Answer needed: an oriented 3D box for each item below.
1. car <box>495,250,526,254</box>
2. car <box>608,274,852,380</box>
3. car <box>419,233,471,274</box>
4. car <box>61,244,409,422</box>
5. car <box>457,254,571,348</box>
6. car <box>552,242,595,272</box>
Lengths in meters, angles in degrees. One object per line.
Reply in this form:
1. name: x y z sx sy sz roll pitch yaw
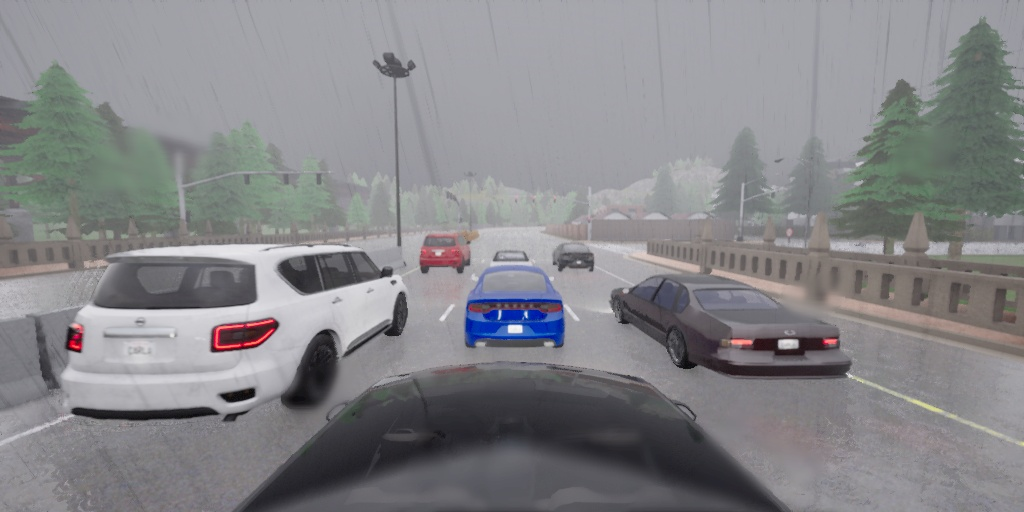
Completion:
1. car: -0.065 0.356 17.443 1.895 1.301 4.718 0 5 -1
2. car: 3.556 1.066 7.211 2.033 1.411 5.357 0 3 -1
3. car: -3.594 -0.253 19.999 2.150 2.045 5.566 0 5 -1
4. car: -3.442 0.800 5.978 2.150 2.045 5.566 0 3 -1
5. car: 0.035 0.926 8.408 1.882 1.535 5.008 0 3 0
6. car: 3.428 -0.049 20.697 1.882 1.535 5.008 0 5 0
